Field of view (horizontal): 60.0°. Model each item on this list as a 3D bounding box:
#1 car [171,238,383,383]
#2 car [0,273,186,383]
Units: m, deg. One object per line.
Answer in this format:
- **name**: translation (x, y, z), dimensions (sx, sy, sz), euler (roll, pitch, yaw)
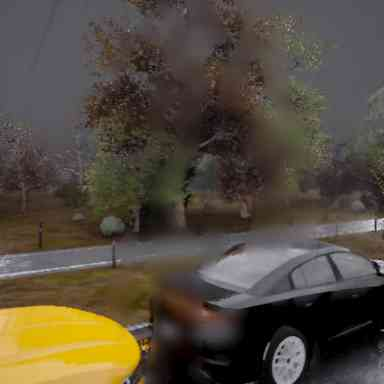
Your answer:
- **car**: translation (1.782, 1.491, 5.324), dimensions (5.008, 1.535, 2.097), euler (0, 0, -33)
- **car**: translation (-2.736, 1.491, 2.104), dimensions (5.008, 1.535, 2.097), euler (0, 0, -33)
